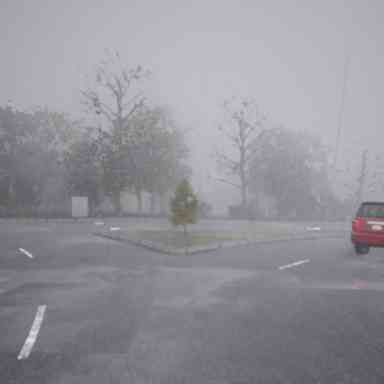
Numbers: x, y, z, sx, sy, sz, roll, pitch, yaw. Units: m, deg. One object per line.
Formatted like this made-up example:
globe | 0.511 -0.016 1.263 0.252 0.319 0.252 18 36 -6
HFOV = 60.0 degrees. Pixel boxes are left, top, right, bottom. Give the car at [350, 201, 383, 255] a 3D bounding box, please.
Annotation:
car | 8.249 1.447 13.039 5.566 2.045 2.150 4 -3 -42
